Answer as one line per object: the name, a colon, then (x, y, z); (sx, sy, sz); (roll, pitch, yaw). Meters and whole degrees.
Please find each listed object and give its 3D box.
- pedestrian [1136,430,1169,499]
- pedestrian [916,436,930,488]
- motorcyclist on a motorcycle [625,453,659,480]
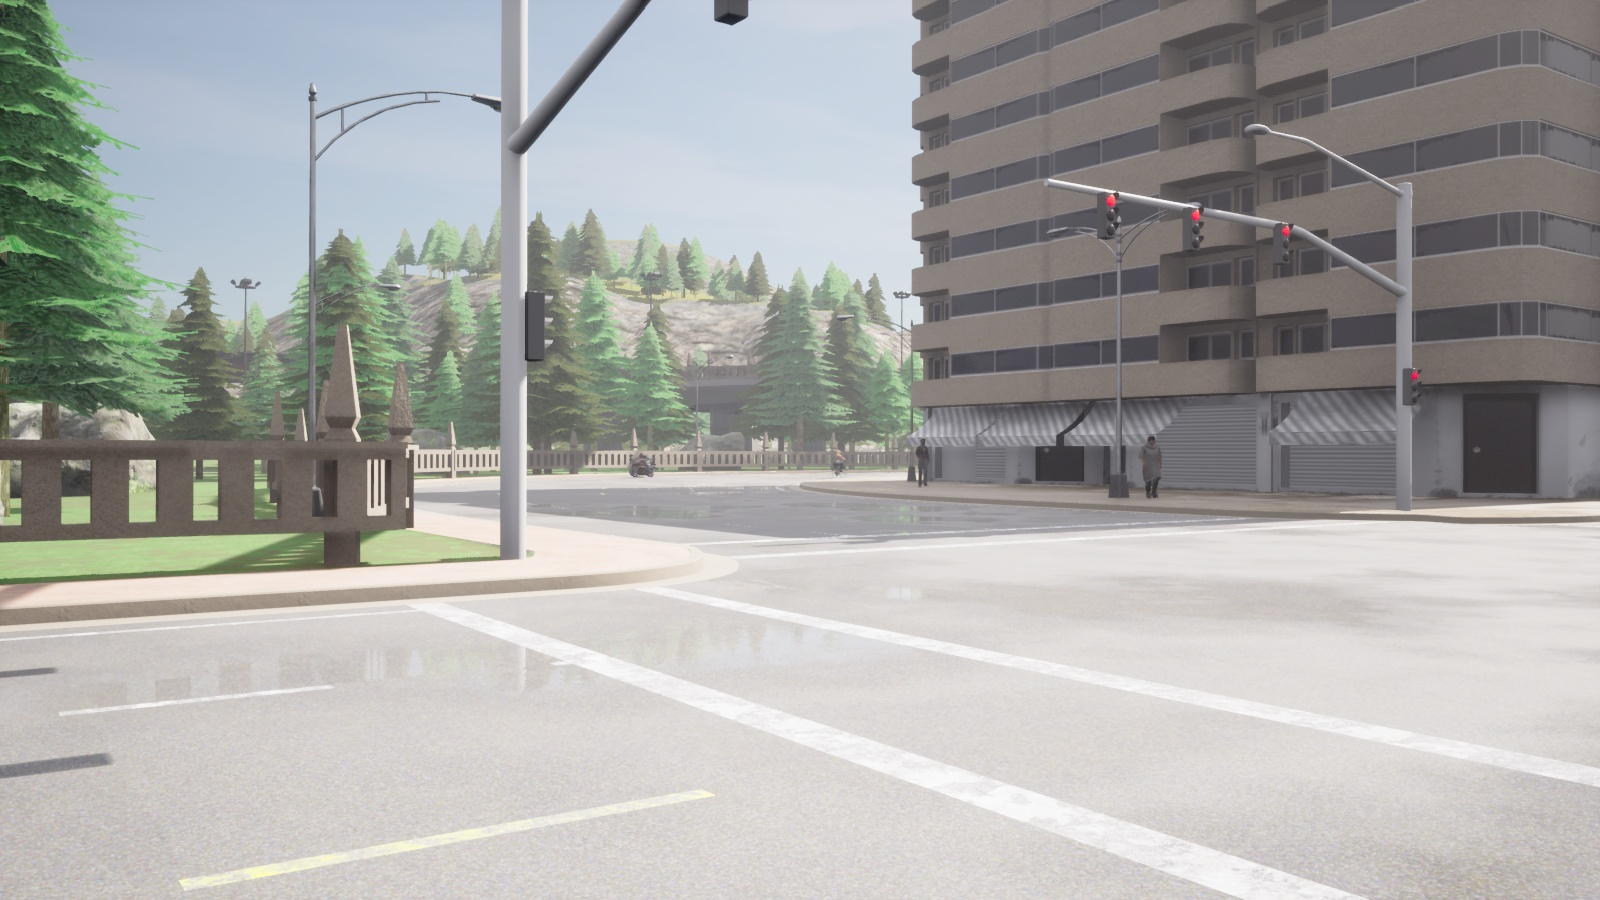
pedestrian: (10.100, 0.412, 36.010); (0.659, 1.952, 0.873); (0, 0, -4)
pedestrian: (4.678, 0.450, 47.684); (0.402, 1.930, 0.666); (0, 0, -8)
motorcyclist on a motorcycle: (-9.008, 0.919, 71.577); (0.866, 1.530, 2.191); (0, 0, 26)
